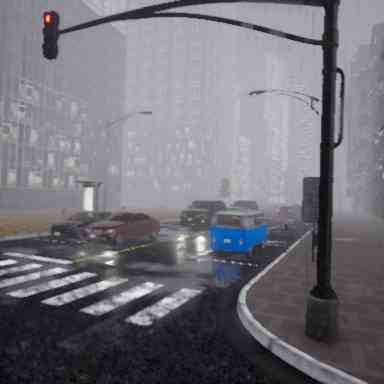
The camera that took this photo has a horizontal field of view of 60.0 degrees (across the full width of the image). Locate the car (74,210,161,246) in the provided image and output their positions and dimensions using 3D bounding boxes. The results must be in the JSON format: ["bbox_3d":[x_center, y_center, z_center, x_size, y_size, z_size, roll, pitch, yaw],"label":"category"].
[{"bbox_3d":[-3.266,1.695,16.470,1.812,1.442,4.674,2,-1,26],"label":"car"}]

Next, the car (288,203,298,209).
[{"bbox_3d":[26.727,3.584,88.044,1.752,1.417,4.829,2,-1,25],"label":"car"}]

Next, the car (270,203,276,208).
[{"bbox_3d":[15.264,2.904,63.065,2.008,1.369,4.403,2,-1,25],"label":"car"}]

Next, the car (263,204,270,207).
[{"bbox_3d":[10.581,2.594,52.856,1.752,1.417,4.829,2,-1,25],"label":"car"}]

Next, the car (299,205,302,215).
[{"bbox_3d":[16.158,2.733,51.369,2.128,1.511,4.902,2,-1,25],"label":"car"}]

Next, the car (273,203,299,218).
[{"bbox_3d":[11.925,2.511,42.042,1.812,1.442,4.674,2,-1,25],"label":"car"}]

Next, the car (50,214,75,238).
[{"bbox_3d":[-5.498,1.675,17.823,1.947,1.339,4.313,2,-1,25],"label":"car"}]

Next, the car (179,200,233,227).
[{"bbox_3d":[1.029,1.644,25.812,2.150,2.045,5.566,2,-1,25],"label":"car"}]

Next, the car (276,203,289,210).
[{"bbox_3d":[19.877,3.186,73.118,2.008,1.369,4.403,2,-1,25],"label":"car"}]

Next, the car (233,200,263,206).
[{"bbox_3d":[5.495,1.909,35.510,2.150,2.045,5.566,2,-1,26],"label":"car"}]

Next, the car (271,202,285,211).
[{"bbox_3d":[17.575,2.934,68.093,1.967,1.590,4.097,2,-1,25],"label":"car"}]

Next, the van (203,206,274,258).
[{"bbox_3d":[2.122,1.669,14.325,1.690,1.788,3.998,2,-1,25],"label":"van"}]

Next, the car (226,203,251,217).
[{"bbox_3d":[6.040,2.235,42.958,1.967,1.590,4.097,2,-1,25],"label":"car"}]
